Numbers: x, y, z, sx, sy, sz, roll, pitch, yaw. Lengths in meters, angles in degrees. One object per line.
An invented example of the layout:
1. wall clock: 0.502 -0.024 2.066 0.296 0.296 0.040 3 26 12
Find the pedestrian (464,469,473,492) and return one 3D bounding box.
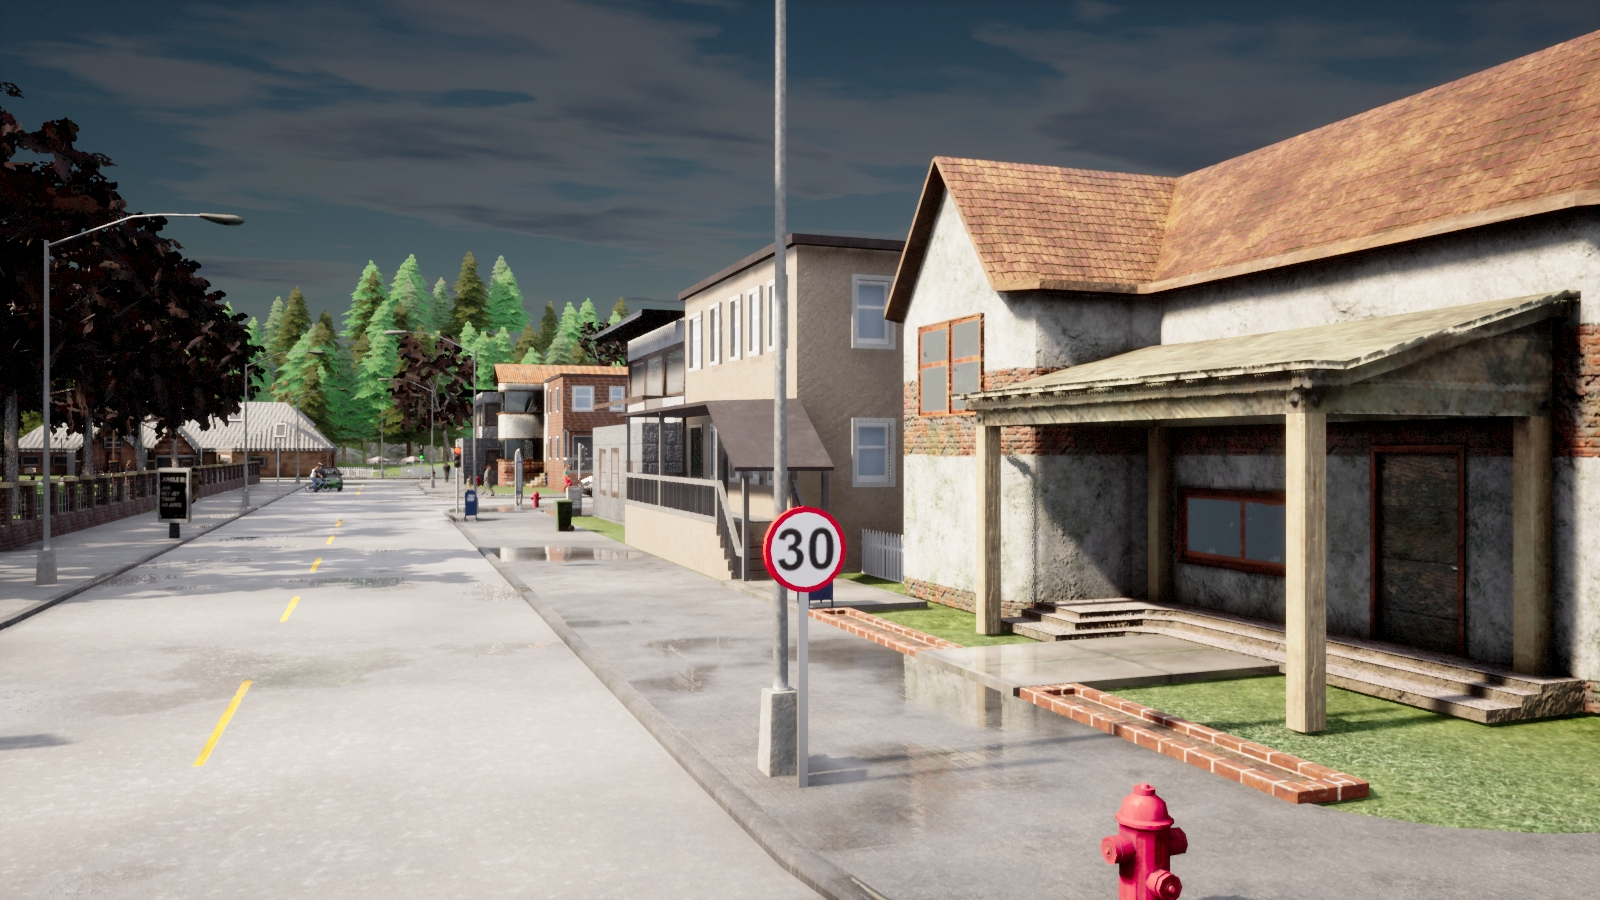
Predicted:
1. pedestrian: -19.465 1.797 67.109 0.375 1.300 0.375 0 0 9

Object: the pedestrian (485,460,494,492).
1. pedestrian: -17.982 1.516 66.192 0.375 1.860 0.375 0 0 10

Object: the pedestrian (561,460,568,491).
1. pedestrian: -14.239 1.516 69.080 0.375 1.860 0.375 0 0 3

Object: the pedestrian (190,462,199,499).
1. pedestrian: -30.382 1.525 57.319 0.375 1.860 0.375 0 0 -20
